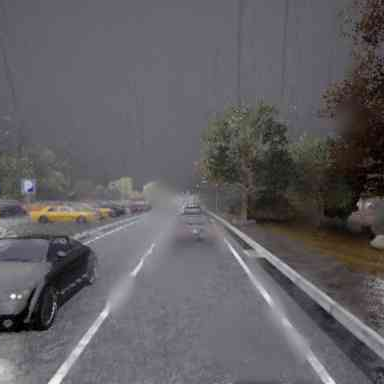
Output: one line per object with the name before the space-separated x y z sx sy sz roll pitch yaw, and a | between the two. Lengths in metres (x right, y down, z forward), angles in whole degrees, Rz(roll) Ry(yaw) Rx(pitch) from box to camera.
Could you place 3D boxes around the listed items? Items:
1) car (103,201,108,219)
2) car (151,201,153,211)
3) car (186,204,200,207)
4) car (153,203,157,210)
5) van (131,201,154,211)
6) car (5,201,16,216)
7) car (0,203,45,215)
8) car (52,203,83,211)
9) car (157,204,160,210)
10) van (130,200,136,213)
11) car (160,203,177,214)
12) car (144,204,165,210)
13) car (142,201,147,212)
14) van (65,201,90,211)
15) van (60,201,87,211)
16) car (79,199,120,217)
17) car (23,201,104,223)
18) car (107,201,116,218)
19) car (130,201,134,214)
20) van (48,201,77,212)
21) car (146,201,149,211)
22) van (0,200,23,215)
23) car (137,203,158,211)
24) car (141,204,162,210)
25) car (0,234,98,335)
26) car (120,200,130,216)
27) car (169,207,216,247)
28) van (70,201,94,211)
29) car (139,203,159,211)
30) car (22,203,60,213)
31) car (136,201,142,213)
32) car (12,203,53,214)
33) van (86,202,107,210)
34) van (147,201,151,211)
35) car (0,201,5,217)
car | -10.340 1.814 29.339 4.892 1.521 2.231 0 -1 0
car | -10.347 2.900 62.634 4.792 1.488 2.163 0 -2 0
car | 0.098 2.013 35.625 2.128 1.511 4.902 0 -2 0
car | -10.345 2.724 65.395 5.566 2.045 2.435 0 -3 0
van | -10.198 2.884 68.167 4.442 1.987 1.878 0 -3 0
car | -23.404 2.065 37.873 4.892 1.521 2.231 0 -2 0
car | -23.401 2.330 46.054 5.008 1.535 2.097 0 -2 0
car | -23.403 2.874 62.791 5.008 1.535 2.097 0 -2 0
car | -10.307 3.379 73.702 5.008 1.535 2.097 0 -3 0
van | -10.443 2.103 45.988 4.442 1.987 1.878 0 -2 0
car | -3.327 2.476 49.876 1.837 1.490 4.892 0 -2 0
car | -10.119 4.185 90.339 5.366 1.575 1.946 0 -3 0
car | -10.292 2.629 54.302 4.792 1.488 2.163 0 -2 0
van | -23.511 2.890 68.318 4.442 1.987 1.878 0 -3 0
van | -23.280 2.749 65.418 4.442 1.987 1.878 0 -2 0
car | -10.363 1.845 34.890 4.553 1.767 2.185 0 -2 0
car | -10.150 1.744 26.571 5.366 1.575 1.946 0 -1 0
car | -10.340 1.888 32.111 5.008 1.535 2.097 0 -2 0
car | -10.330 2.279 43.204 4.674 1.452 2.002 0 -2 0
van | -23.282 2.559 60.030 4.442 1.987 1.878 0 -2 0
car | -10.323 2.730 57.078 4.674 1.452 2.002 0 -2 0
van | -23.525 1.928 40.649 4.442 1.987 1.878 0 -2 0
car | -10.280 3.389 76.481 4.553 1.767 2.185 0 -3 0
car | -10.301 3.920 84.794 4.892 1.521 2.231 0 -3 0
car | -3.349 1.583 6.753 1.994 1.385 4.181 0 0 0
car | -10.302 1.807 37.665 5.566 2.045 2.435 0 -2 0
car | 0.099 1.648 15.435 2.033 1.411 5.357 0 -1 0
van | -23.510 3.019 70.960 4.442 1.987 1.878 0 -3 0
car | -10.278 3.523 79.254 4.553 1.767 2.185 0 -3 0
car | -23.397 2.515 51.717 4.892 1.521 2.231 0 -2 0
car | -10.330 2.419 48.755 5.008 1.535 2.097 0 -2 0
car | -23.399 2.424 48.949 5.008 1.535 2.097 0 -2 0
van | -23.505 3.557 82.027 4.442 1.987 1.878 0 -3 0
van | -10.203 2.554 59.861 4.442 1.987 1.878 0 -2 0
car | -23.226 1.973 35.107 5.366 1.575 1.946 0 -2 0
